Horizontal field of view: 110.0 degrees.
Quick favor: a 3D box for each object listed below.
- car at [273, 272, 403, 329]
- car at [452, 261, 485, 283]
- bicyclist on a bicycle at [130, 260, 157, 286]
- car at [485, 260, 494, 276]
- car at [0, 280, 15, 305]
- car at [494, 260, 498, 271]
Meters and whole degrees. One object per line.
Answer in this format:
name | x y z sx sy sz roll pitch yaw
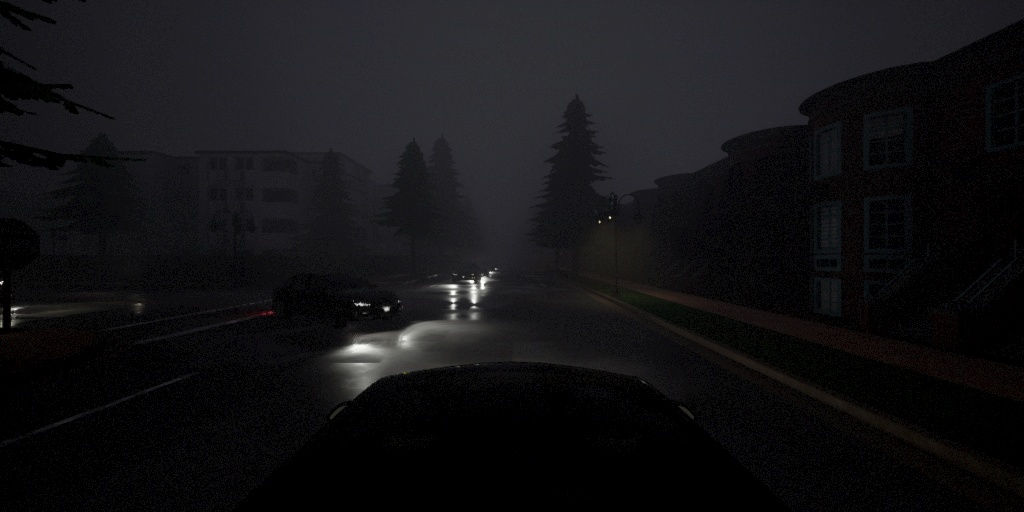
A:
car | -5.551 1.264 11.254 4.892 1.490 1.837 -1 -3 31
car | -3.448 1.255 27.927 1.837 1.490 4.892 0 0 0
bicyclist on a bicycle | -23.152 1.072 22.568 0.582 1.620 1.656 0 0 1
car | -3.396 1.241 37.434 2.128 1.511 4.902 0 0 0
car | -22.159 1.123 13.584 4.553 1.767 2.097 0 0 1
car | -3.329 1.314 47.456 1.994 1.385 4.181 0 0 1
